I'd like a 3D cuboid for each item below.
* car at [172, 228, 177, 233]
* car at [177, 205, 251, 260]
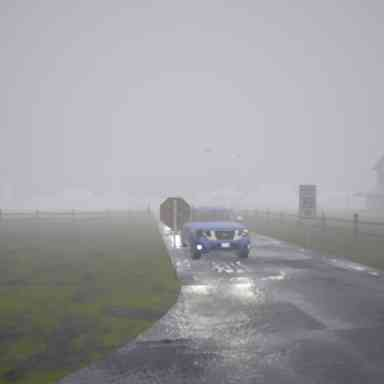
[{"bbox_3d":[-0.525,2.188,24.752,1.812,1.442,4.674,0,-2,-7],"label":"car"},{"bbox_3d":[0.809,1.604,14.536,2.150,2.045,5.566,0,-2,-8],"label":"car"}]
